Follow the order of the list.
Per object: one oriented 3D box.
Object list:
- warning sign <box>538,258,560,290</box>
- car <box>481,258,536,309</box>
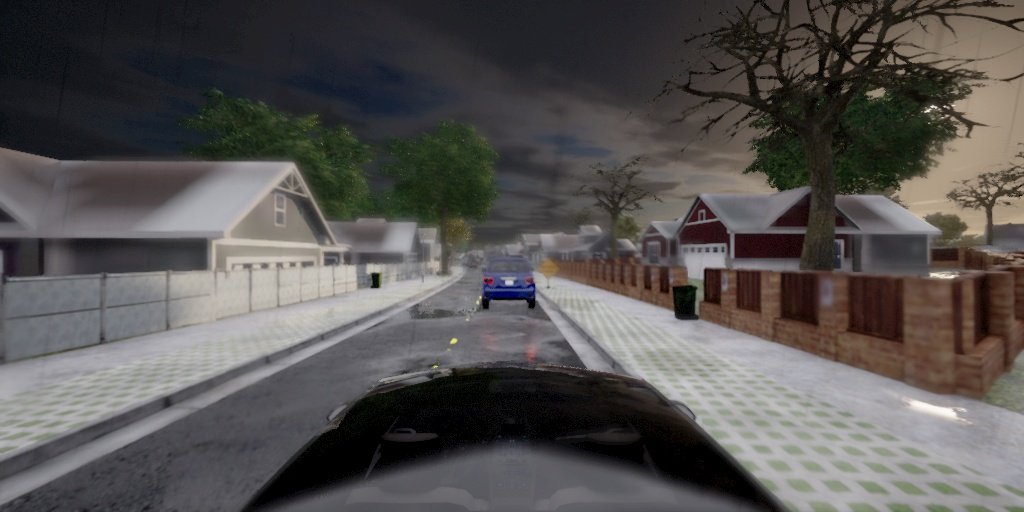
[{"bbox_3d":[2.170,1.051,21.334,1.300,1.860,1.060,0,0,-2],"label":"warning sign"},{"bbox_3d":[-0.171,1.101,15.949,2.150,2.045,5.566,0,0,-2],"label":"car"}]
